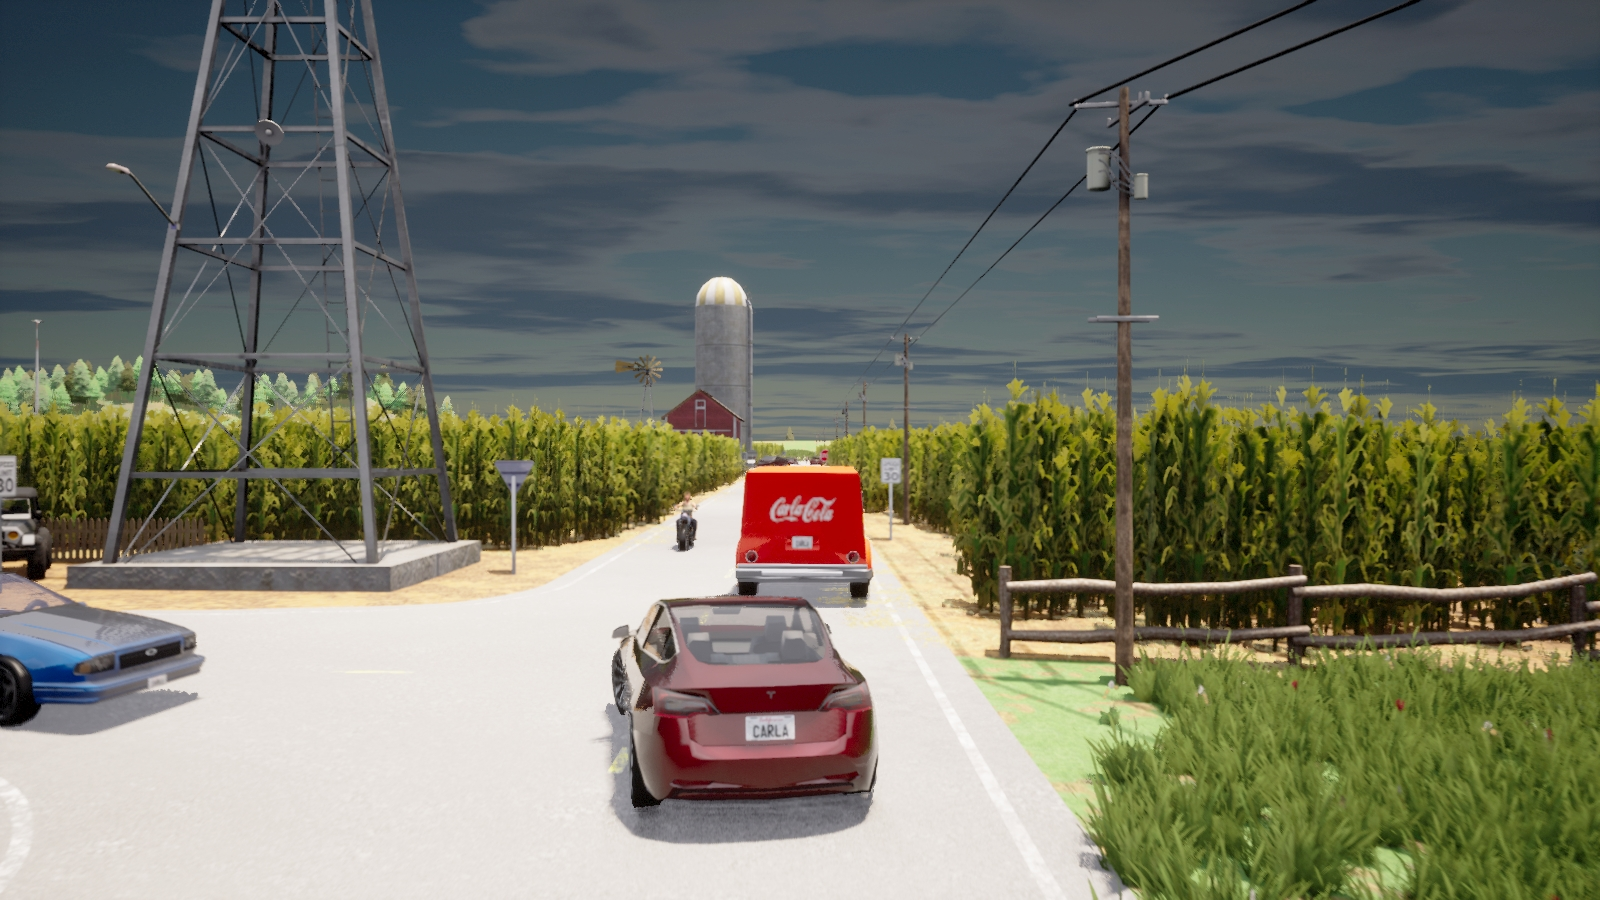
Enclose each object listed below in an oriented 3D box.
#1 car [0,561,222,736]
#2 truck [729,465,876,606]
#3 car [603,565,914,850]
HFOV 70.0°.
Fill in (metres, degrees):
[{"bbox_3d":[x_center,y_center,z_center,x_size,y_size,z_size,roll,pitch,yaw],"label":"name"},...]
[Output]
[{"bbox_3d":[-9.329,1.984,12.224,5.357,1.411,2.033,1,0,7],"label":"car"},{"bbox_3d":[0.087,1.565,23.052,2.627,2.467,5.204,0,0,1],"label":"truck"},{"bbox_3d":[-0.677,2.051,10.520,2.163,1.488,4.792,1,0,-11],"label":"car"}]
